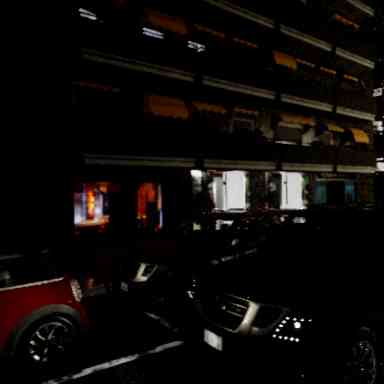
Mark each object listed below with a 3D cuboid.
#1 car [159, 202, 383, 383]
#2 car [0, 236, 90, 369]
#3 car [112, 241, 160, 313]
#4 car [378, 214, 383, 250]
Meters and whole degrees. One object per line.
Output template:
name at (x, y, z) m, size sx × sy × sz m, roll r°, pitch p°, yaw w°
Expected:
car at (2.505, 1.218, 5.133) m, size 5.566 × 2.045 × 2.150 m, roll 0°, pitch 0°, yaw -34°
car at (-3.522, 1.440, 4.066) m, size 4.097 × 1.590 × 1.967 m, roll 0°, pitch -1°, yaw -35°
car at (0.879, 1.314, 7.207) m, size 5.009 × 1.841 × 2.192 m, roll 0°, pitch -1°, yaw -35°
car at (9.687, 1.548, 13.482) m, size 4.403 × 1.369 × 2.008 m, roll 0°, pitch -1°, yaw -35°
